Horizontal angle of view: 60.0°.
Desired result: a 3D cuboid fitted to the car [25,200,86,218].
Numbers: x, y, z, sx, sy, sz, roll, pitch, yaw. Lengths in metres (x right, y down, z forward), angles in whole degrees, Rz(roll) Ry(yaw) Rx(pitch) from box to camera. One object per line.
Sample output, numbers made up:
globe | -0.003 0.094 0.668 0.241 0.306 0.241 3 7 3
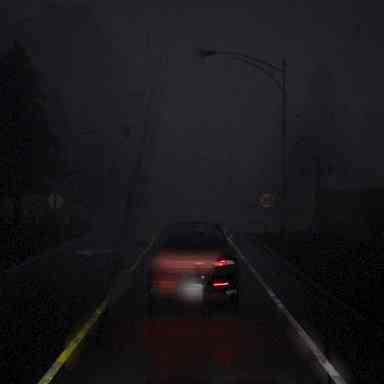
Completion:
car | -11.909 1.493 29.112 5.008 1.535 1.882 0 1 -1

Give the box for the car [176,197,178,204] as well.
car | -3.521 1.525 61.441 1.812 1.442 4.674 0 0 0

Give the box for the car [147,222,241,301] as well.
car | 0.059 1.491 8.281 2.128 1.511 4.902 0 0 0

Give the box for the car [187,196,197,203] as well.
car | 0.047 1.491 69.512 2.128 1.511 4.902 0 0 0

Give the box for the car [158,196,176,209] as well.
car | -3.568 1.505 45.493 1.837 1.490 4.892 0 0 0
